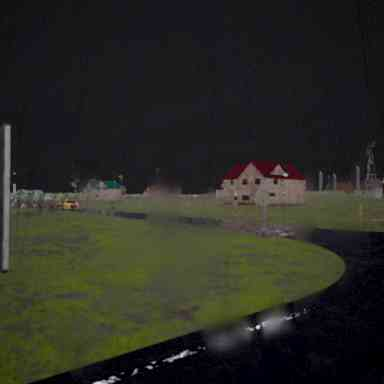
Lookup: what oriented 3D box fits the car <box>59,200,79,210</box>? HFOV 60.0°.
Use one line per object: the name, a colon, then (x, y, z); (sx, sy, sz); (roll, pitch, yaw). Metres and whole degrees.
car: (-18.530, 1.925, 50.173); (1.882, 1.535, 5.008); (1, -1, -36)
